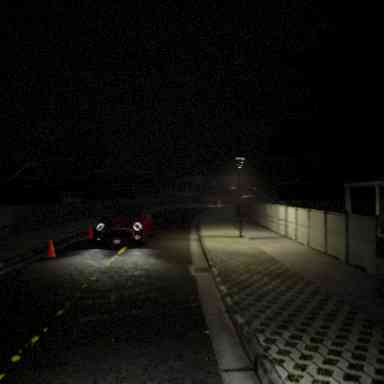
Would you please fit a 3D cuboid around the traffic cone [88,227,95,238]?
[{"bbox_3d":[-5.321,2.116,17.449,0.340,0.580,0.340,-1,0,0],"label":"traffic cone"}]

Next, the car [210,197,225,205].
[{"bbox_3d":[5.080,1.767,65.500,1.882,1.535,5.008,-1,-1,20],"label":"car"}]

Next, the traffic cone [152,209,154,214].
[{"bbox_3d":[-4.374,2.213,37.667,0.340,0.580,0.340,-1,0,6],"label":"traffic cone"}]

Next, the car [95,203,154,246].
[{"bbox_3d":[-3.092,1.471,15.928,2.097,1.767,4.553,-1,0,0],"label":"car"}]

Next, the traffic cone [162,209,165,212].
[{"bbox_3d":[-3.722,2.233,42.764,0.340,0.580,0.340,-1,0,9],"label":"traffic cone"}]

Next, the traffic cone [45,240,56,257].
[{"bbox_3d":[-5.256,2.089,12.391,0.340,0.580,0.340,-1,0,-1],"label":"traffic cone"}]
